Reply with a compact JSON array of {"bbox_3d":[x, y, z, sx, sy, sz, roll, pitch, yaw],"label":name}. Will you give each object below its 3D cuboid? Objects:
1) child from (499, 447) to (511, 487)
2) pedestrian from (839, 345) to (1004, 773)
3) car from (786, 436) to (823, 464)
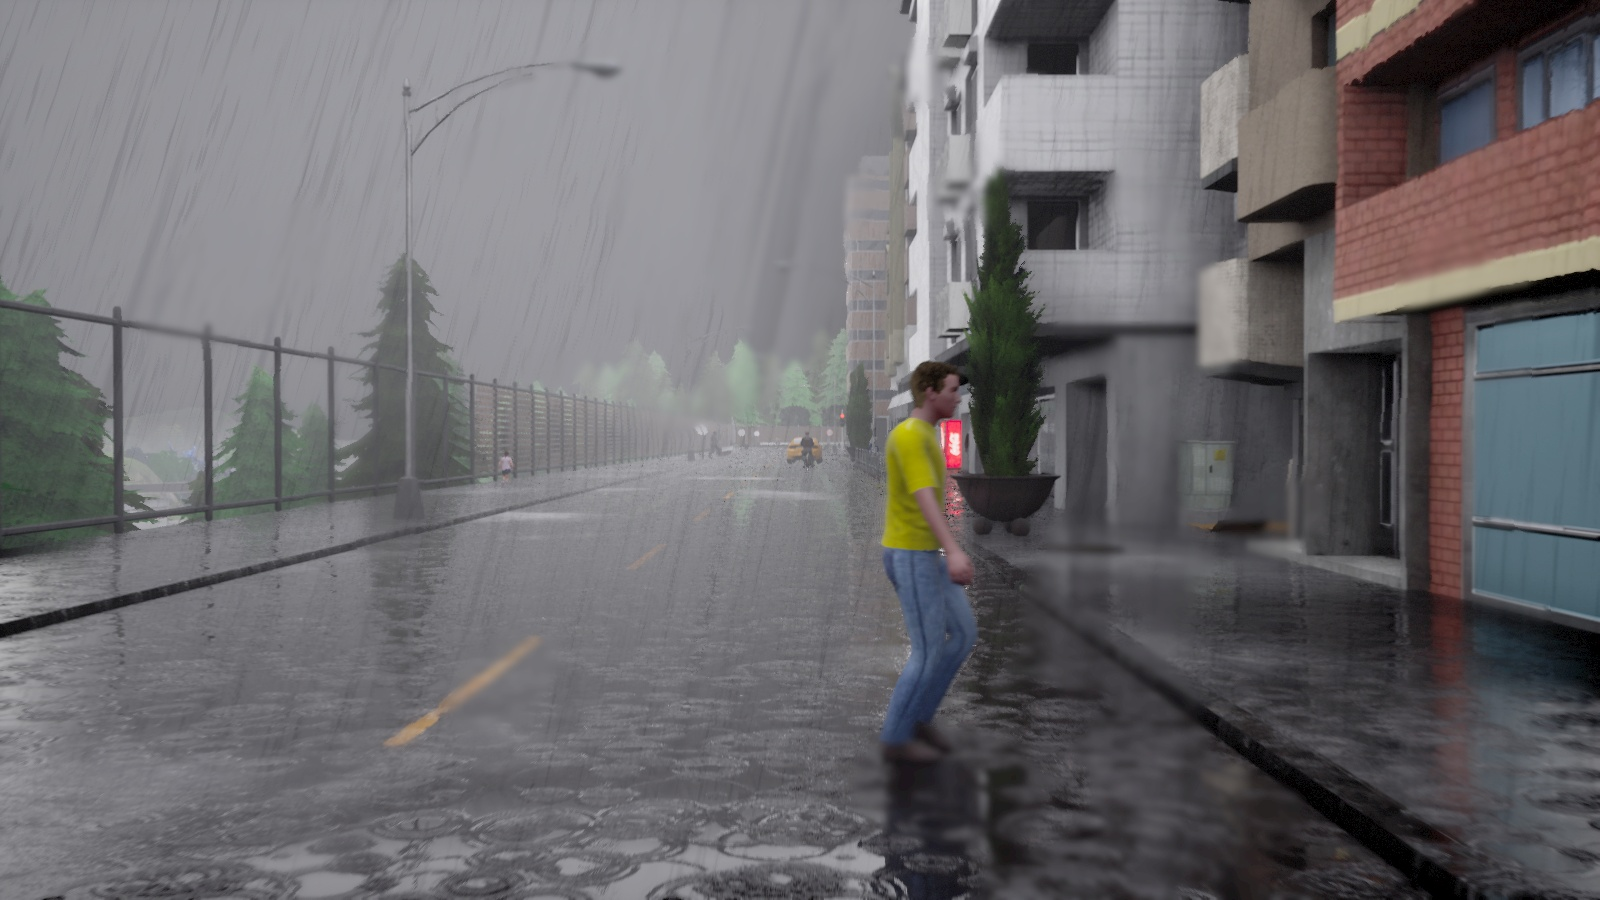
[{"bbox_3d":[-8.228,0.466,35.042,0.255,1.110,0.394,0,1,1],"label":"child"},{"bbox_3d":[0.549,0.465,5.601,0.706,1.836,0.354,0,1,9],"label":"pedestrian"},{"bbox_3d":[0.309,-0.029,72.670,1.882,1.535,5.008,0,1,3],"label":"car"}]
